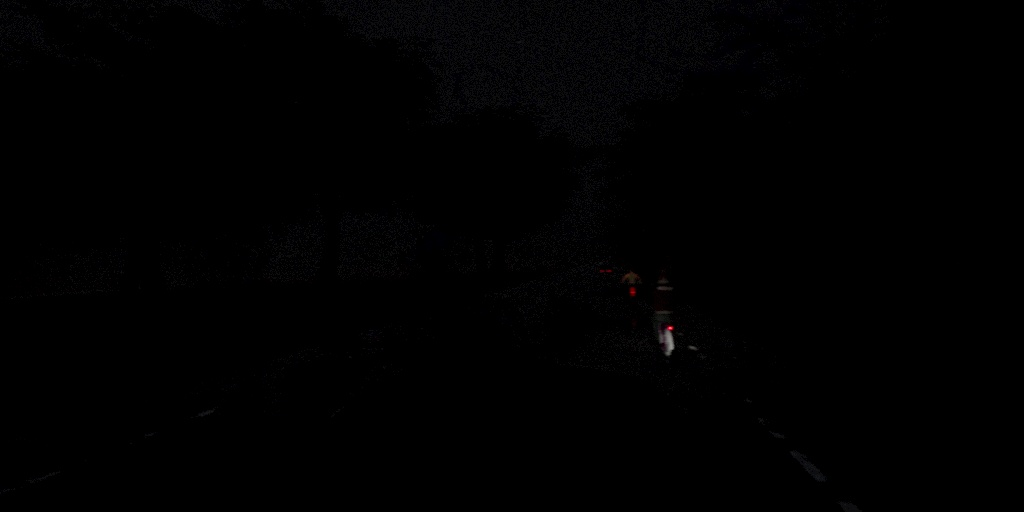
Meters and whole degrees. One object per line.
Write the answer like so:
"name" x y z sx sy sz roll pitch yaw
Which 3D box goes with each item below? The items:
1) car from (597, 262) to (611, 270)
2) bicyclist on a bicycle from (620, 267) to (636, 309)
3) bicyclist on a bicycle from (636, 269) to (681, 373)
"car" 16.358 1.766 62.743 1.895 1.301 4.718 -1 -1 14
"bicyclist on a bicycle" 4.742 1.230 14.212 0.866 1.612 1.509 -1 -1 14
"bicyclist on a bicycle" 2.811 1.121 6.707 0.659 1.776 1.843 -1 0 14
